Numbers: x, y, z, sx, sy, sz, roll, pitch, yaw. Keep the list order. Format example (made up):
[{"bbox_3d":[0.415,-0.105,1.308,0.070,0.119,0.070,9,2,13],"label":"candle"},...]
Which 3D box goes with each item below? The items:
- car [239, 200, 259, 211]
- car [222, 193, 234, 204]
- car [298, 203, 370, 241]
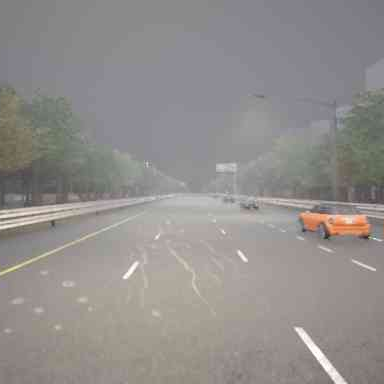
[{"bbox_3d":[7.099,1.619,41.771,1.895,1.301,4.718,0,0,0],"label":"car"},{"bbox_3d":[7.251,1.390,66.965,2.097,1.767,4.553,0,0,0],"label":"car"},{"bbox_3d":[7.017,1.353,16.960,2.097,1.767,4.553,0,0,0],"label":"car"}]
